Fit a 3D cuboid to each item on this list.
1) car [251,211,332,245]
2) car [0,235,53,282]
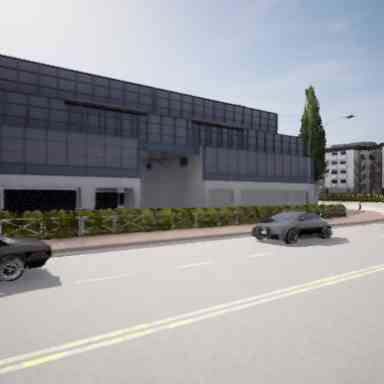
[{"bbox_3d":[4.844,1.618,15.980,4.181,1.385,1.994,0,0,-35],"label":"car"},{"bbox_3d":[-6.135,1.596,8.219,4.718,1.301,1.895,0,0,-35],"label":"car"}]
